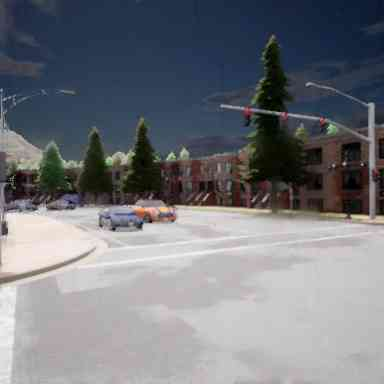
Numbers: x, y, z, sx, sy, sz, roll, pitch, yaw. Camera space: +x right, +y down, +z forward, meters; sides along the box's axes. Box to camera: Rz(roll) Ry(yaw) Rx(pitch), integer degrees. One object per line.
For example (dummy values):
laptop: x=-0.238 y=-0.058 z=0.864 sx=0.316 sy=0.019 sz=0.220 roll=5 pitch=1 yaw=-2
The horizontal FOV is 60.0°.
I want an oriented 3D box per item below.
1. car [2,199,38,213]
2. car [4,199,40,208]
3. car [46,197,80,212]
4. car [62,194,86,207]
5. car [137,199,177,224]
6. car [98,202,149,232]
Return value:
car: x=-21.246 y=1.794 z=41.005 sx=5.357 sy=1.411 sz=2.033 roll=-1 pitch=0 yaw=33
car: x=-28.673 y=1.876 z=56.083 sx=5.357 sy=1.411 sz=2.033 roll=-1 pitch=0 yaw=14
car: x=-16.500 y=1.728 z=41.836 sx=4.181 sy=1.385 sz=1.994 roll=-1 pitch=0 yaw=37
car: x=-19.086 y=1.401 z=51.988 sx=5.566 sy=2.045 sz=2.150 roll=-1 pitch=0 yaw=29
car: x=-2.897 y=1.336 z=24.854 sx=2.097 sy=1.767 sz=4.553 roll=-1 pitch=0 yaw=-30
car: x=-4.569 y=1.549 z=20.768 sx=1.812 sy=1.442 sz=4.674 roll=-1 pitch=0 yaw=-29
